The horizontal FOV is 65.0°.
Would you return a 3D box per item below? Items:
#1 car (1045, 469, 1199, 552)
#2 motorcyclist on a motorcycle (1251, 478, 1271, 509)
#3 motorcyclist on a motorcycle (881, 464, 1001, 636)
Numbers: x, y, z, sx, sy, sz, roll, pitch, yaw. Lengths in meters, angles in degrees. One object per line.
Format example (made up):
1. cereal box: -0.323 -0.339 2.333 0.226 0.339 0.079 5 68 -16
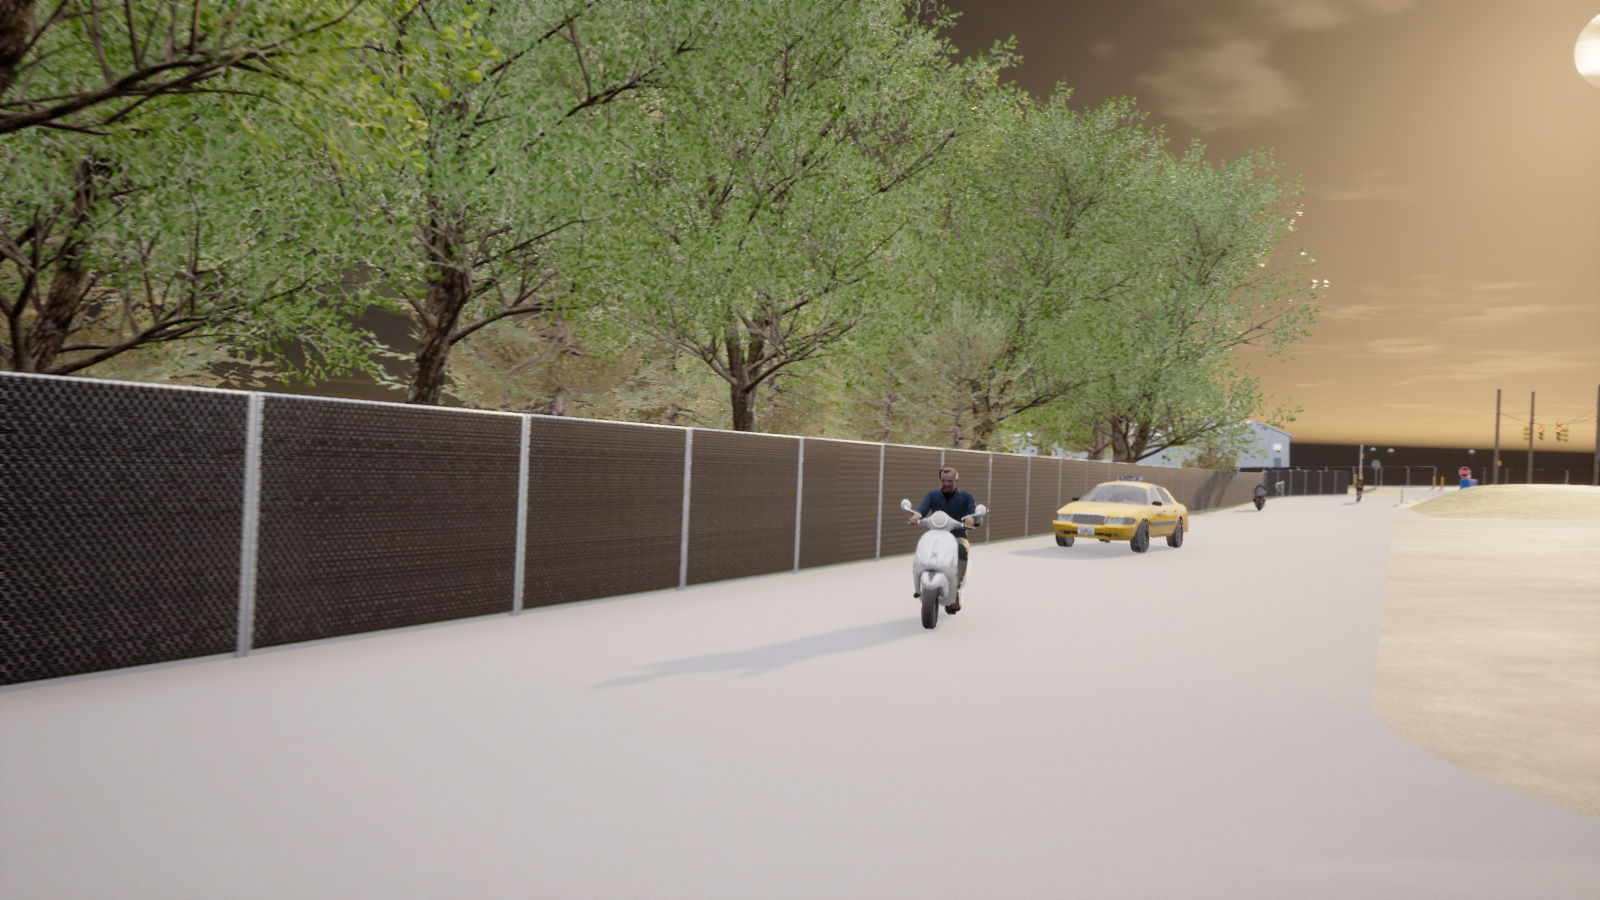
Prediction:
1. car: 7.157 1.268 27.452 1.801 1.575 5.366 2 -1 30
2. motorcyclist on a motorcycle: 24.103 2.271 65.650 0.866 1.530 2.191 2 0 22
3. motorcyclist on a motorcycle: 1.482 0.958 12.851 0.866 1.590 1.817 2 0 16
